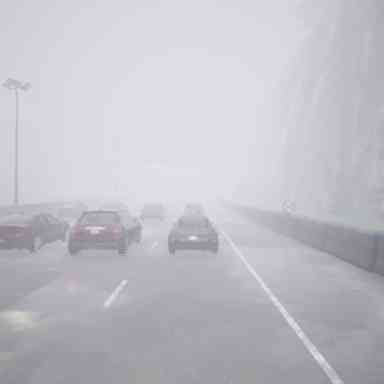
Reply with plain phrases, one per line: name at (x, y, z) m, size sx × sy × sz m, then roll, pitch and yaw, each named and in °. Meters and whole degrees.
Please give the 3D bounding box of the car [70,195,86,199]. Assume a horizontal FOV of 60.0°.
car at (-24.004, 1.359, 71.725) m, size 1.994 × 1.385 × 4.181 m, roll 0°, pitch 1°, yaw 0°

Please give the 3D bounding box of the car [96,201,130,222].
car at (-6.820, 1.653, 29.217) m, size 1.837 × 1.490 × 4.892 m, roll 0°, pitch 0°, yaw 1°

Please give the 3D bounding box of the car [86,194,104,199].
car at (-20.504, 1.158, 71.726) m, size 2.097 × 1.767 × 4.553 m, roll 0°, pitch 1°, yaw 0°

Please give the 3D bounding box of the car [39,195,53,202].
car at (-31.004, 1.353, 71.778) m, size 2.033 × 1.411 × 5.357 m, roll 0°, pitch 1°, yaw 0°

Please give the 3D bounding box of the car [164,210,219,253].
car at (0.067, 1.669, 14.178) m, size 1.994 × 1.385 × 4.181 m, roll 0°, pitch 0°, yaw 1°

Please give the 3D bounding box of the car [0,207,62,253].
car at (-6.930, 1.590, 14.390) m, size 1.882 × 1.535 × 5.008 m, roll 0°, pitch 0°, yaw 1°

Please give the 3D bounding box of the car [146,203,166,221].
car at (-3.326, 1.689, 28.877) m, size 2.033 × 1.411 × 5.357 m, roll 0°, pitch 0°, yaw 0°

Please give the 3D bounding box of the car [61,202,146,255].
car at (-3.437, 1.457, 13.977) m, size 2.097 × 1.767 × 4.553 m, roll 0°, pitch -1°, yaw 1°

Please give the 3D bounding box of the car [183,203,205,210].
car at (0.174, 1.686, 28.851) m, size 2.033 × 1.411 × 5.357 m, roll 0°, pitch 0°, yaw 0°

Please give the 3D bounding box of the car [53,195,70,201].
car at (-27.504, 1.362, 71.752) m, size 1.994 × 1.385 × 4.181 m, roll 0°, pitch 1°, yaw 0°

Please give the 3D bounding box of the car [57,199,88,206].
car at (-10.319, 1.674, 29.312) m, size 1.812 × 1.442 × 4.674 m, roll 0°, pitch 0°, yaw 1°
